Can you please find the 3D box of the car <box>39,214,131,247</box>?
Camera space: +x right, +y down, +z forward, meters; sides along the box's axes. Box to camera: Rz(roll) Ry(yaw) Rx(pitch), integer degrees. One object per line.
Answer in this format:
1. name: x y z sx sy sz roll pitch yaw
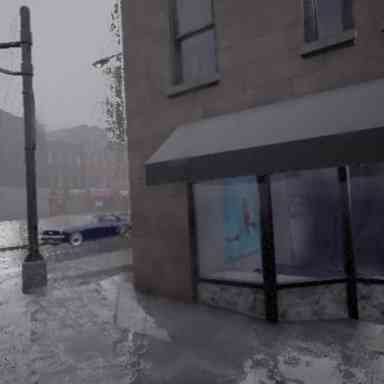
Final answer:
1. car: -4.915 1.800 16.322 1.895 1.301 4.718 -5 -2 35
